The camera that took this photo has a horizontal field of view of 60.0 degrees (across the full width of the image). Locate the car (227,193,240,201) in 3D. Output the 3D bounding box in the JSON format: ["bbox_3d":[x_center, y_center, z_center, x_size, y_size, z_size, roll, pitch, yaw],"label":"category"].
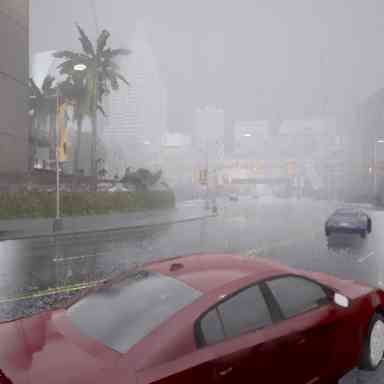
[{"bbox_3d":[10.165,1.419,80.938,2.097,1.535,5.008,0,0,7],"label":"car"}]

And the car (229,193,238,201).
[{"bbox_3d":[10.797,1.289,87.333,2.185,1.767,4.553,0,0,7],"label":"car"}]

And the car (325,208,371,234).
[{"bbox_3d":[8.535,1.554,18.099,1.994,1.385,4.181,0,0,31],"label":"car"}]

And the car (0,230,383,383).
[{"bbox_3d":[0.488,1.475,3.849,5.008,1.535,1.882,0,0,-39],"label":"car"}]
